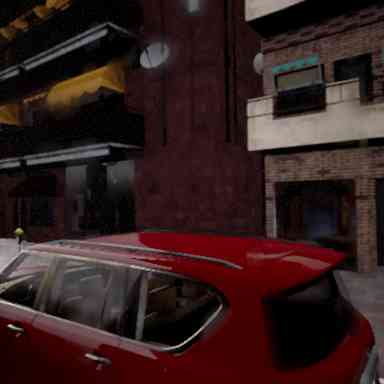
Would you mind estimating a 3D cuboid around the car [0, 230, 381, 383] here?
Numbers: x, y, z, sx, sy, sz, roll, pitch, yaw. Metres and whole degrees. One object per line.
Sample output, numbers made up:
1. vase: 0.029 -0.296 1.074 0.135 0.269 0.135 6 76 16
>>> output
1. car: -0.821 1.340 3.477 5.009 1.841 2.192 -1 -1 36
